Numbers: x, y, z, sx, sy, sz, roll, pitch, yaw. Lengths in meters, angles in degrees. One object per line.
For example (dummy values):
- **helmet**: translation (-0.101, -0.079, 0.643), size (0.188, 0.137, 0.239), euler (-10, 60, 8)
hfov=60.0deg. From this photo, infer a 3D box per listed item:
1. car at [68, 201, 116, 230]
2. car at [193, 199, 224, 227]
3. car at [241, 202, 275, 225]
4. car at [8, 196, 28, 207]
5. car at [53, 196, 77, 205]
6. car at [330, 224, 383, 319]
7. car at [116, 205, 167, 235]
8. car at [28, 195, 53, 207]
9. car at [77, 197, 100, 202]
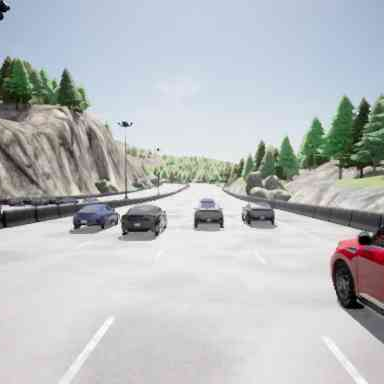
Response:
- **car**: translation (-5.958, 1.500, 20.966), size (1.812, 1.442, 4.674), euler (0, 0, 2)
- **car**: translation (1.104, 1.465, 22.211), size (2.128, 1.511, 4.902), euler (0, 0, 2)
- **car**: translation (4.672, 1.462, 23.907), size (2.128, 1.511, 4.902), euler (0, 0, 2)
- **car**: translation (-25.864, 1.449, 50.541), size (1.837, 1.490, 4.892), euler (0, 0, 3)
- **car**: translation (-18.855, 1.504, 50.563), size (1.994, 1.385, 4.181), euler (0, 0, 2)
- **car**: translation (3.876, 1.209, 4.587), size (2.150, 2.045, 5.566), euler (0, -1, 2)
- **car**: translation (-2.551, 1.455, 18.629), size (1.882, 1.535, 5.008), euler (0, 0, 2)
- **car**: translation (-22.355, 1.289, 50.656), size (2.097, 1.767, 4.553), euler (0, 0, 2)
- **car**: translation (-15.352, 1.504, 50.545), size (1.994, 1.385, 4.181), euler (0, 0, 2)
